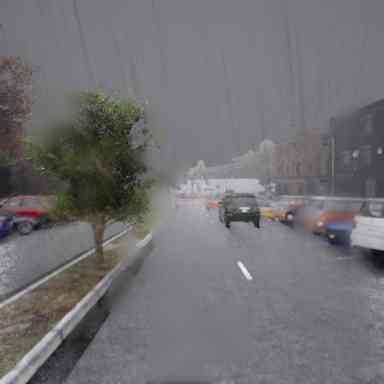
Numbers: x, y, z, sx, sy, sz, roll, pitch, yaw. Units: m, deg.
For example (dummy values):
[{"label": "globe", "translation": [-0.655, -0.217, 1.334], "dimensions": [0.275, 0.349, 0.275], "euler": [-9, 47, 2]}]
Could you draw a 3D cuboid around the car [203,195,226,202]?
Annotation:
[{"label": "car", "translation": [5.275, 1.450, 76.983], "dimensions": [4.792, 1.488, 2.163], "euler": [1, 0, -26]}]

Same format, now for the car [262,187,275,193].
[{"label": "car", "translation": [19.907, 0.124, 89.173], "dimensions": [2.002, 1.452, 4.674], "euler": [-7, 4, -30]}]

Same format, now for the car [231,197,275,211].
[{"label": "car", "translation": [7.473, 1.449, 40.847], "dimensions": [5.008, 1.535, 2.097], "euler": [1, 0, -22]}]

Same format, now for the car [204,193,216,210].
[{"label": "car", "translation": [2.742, 1.322, 41.985], "dimensions": [2.097, 1.767, 4.553], "euler": [0, 0, -2]}]

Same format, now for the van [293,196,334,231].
[{"label": "van", "translation": [7.650, 1.244, 16.668], "dimensions": [4.442, 1.987, 1.878], "euler": [1, 0, -20]}]

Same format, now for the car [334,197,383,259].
[{"label": "car", "translation": [7.782, 1.224, 10.713], "dimensions": [5.566, 2.045, 2.435], "euler": [1, 0, -20]}]

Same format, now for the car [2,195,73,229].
[{"label": "car", "translation": [-10.478, 1.243, 20.445], "dimensions": [5.566, 2.045, 2.435], "euler": [-1, 0, -20]}]

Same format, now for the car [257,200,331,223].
[{"label": "car", "translation": [7.904, 1.463, 25.821], "dimensions": [5.366, 1.575, 1.946], "euler": [1, 0, -20]}]

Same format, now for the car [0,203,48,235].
[{"label": "car", "translation": [-10.418, 1.525, 17.496], "dimensions": [4.792, 1.488, 2.163], "euler": [-1, 0, -20]}]

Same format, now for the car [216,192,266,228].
[{"label": "car", "translation": [3.081, 1.205, 22.352], "dimensions": [2.150, 2.045, 5.566], "euler": [0, 0, -1]}]

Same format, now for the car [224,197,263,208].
[{"label": "car", "translation": [7.267, 1.443, 46.881], "dimensions": [5.008, 1.535, 2.097], "euler": [1, 0, -23]}]

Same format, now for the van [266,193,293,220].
[{"label": "van", "translation": [7.640, 1.239, 22.693], "dimensions": [4.442, 1.987, 1.878], "euler": [1, 0, -20]}]

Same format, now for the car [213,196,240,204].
[{"label": "car", "translation": [6.394, 1.468, 61.966], "dimensions": [4.674, 1.452, 2.002], "euler": [1, 0, -24]}]

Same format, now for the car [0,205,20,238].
[{"label": "car", "translation": [-10.468, 1.527, 14.493], "dimensions": [4.792, 1.488, 2.163], "euler": [-1, 0, -20]}]

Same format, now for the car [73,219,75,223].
[{"label": "car", "translation": [-10.290, 1.487, 23.498], "dimensions": [5.366, 1.575, 1.946], "euler": [-1, 0, -20]}]

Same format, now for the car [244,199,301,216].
[{"label": "car", "translation": [7.662, 1.459, 31.782], "dimensions": [4.892, 1.521, 2.231], "euler": [1, 0, -21]}]

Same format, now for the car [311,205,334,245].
[{"label": "car", "translation": [7.758, 1.473, 13.704], "dimensions": [5.008, 1.535, 2.097], "euler": [1, 0, -20]}]

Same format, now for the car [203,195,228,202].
[{"label": "car", "translation": [5.220, 1.413, 73.923], "dimensions": [5.366, 1.575, 1.946], "euler": [1, 0, -26]}]

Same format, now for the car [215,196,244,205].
[{"label": "car", "translation": [6.610, 1.471, 58.949], "dimensions": [4.674, 1.452, 2.002], "euler": [1, 0, -24]}]

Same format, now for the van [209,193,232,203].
[{"label": "van", "translation": [5.829, 1.196, 67.935], "dimensions": [4.442, 1.987, 1.878], "euler": [1, 0, -25]}]

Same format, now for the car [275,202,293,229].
[{"label": "car", "translation": [7.779, 1.498, 19.737], "dimensions": [4.792, 1.488, 2.163], "euler": [1, 0, -20]}]

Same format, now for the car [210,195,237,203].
[{"label": "car", "translation": [6.181, 1.427, 64.977], "dimensions": [4.892, 1.521, 2.231], "euler": [1, 0, -25]}]

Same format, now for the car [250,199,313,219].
[{"label": "car", "translation": [7.719, 1.461, 28.764], "dimensions": [5.008, 1.535, 2.097], "euler": [1, 0, -21]}]

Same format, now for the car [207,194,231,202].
[{"label": "car", "translation": [5.698, 1.295, 71.008], "dimensions": [4.553, 1.767, 2.185], "euler": [1, 0, -25]}]

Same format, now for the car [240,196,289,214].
[{"label": "car", "translation": [7.602, 1.329, 34.801], "dimensions": [4.553, 1.767, 2.185], "euler": [1, 0, -21]}]
